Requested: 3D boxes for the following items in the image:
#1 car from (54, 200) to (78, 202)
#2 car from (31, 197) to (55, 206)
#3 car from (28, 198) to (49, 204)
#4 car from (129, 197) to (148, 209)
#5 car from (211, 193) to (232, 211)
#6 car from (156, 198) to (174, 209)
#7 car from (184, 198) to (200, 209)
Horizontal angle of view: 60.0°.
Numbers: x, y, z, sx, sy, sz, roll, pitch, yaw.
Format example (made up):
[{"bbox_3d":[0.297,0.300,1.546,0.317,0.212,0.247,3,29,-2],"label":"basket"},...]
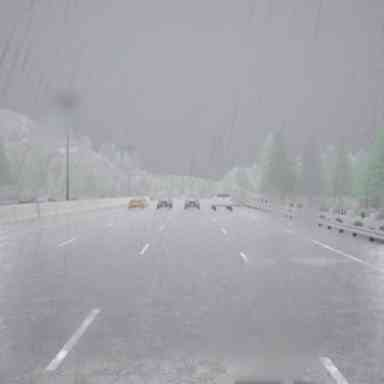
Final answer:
[{"bbox_3d":[-17.631,1.448,47.364,1.882,1.535,5.008,0,-1,0],"label":"car"},{"bbox_3d":[-24.584,1.549,55.046,1.812,1.442,4.674,0,-1,-1],"label":"car"},{"bbox_3d":[-21.130,1.500,47.883,1.812,1.442,4.674,0,-1,0],"label":"car"},{"bbox_3d":[-6.972,1.421,43.591,1.882,1.535,5.008,0,-1,0],"label":"car"},{"bbox_3d":[3.534,1.130,40.157,2.150,2.045,5.566,0,-2,0],"label":"car"},{"bbox_3d":[-3.483,1.468,43.484,1.812,1.442,4.674,0,-1,0],"label":"car"},{"bbox_3d":[0.017,1.465,43.267,1.812,1.442,4.674,0,-1,0],"label":"car"}]
